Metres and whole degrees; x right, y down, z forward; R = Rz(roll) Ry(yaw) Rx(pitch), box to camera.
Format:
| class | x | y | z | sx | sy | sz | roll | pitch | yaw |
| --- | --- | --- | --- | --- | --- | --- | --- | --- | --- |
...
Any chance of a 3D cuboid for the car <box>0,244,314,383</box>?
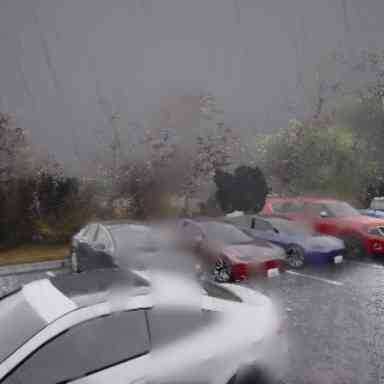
| class | x | y | z | sx | sy | sz | roll | pitch | yaw |
| --- | --- | --- | --- | --- | --- | --- | --- | --- | --- |
| car | -1.085 | 1.528 | 2.914 | 4.674 | 1.442 | 1.812 | 0 | 0 | -35 |

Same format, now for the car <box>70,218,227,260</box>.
| class | x | y | z | sx | sy | sz | roll | pitch | yaw |
| --- | --- | --- | --- | --- | --- | --- | --- | --- | --- |
| car | -1.640 | 1.495 | 8.433 | 2.231 | 1.521 | 4.892 | 0 | 0 | -35 |

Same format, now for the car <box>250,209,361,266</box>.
| class | x | y | z | sx | sy | sz | roll | pitch | yaw |
| --- | --- | --- | --- | --- | --- | --- | --- | --- | --- |
| car | 2.880 | 1.547 | 11.606 | 2.163 | 1.488 | 4.792 | 0 | 0 | -35 |

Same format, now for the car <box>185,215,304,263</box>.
| class | x | y | z | sx | sy | sz | roll | pitch | yaw |
| --- | --- | --- | --- | --- | --- | --- | --- | --- | --- |
| car | 0.580 | 1.535 | 9.969 | 2.163 | 1.488 | 4.792 | 0 | 0 | -35 |

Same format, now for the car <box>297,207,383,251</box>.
| class | x | y | z | sx | sy | sz | roll | pitch | yaw |
| --- | --- | --- | --- | --- | --- | --- | --- | --- | --- |
| car | 7.476 | 1.538 | 14.908 | 2.097 | 1.535 | 5.008 | 1 | 0 | -35 |

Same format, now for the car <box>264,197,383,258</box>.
| class | x | y | z | sx | sy | sz | roll | pitch | yaw |
| --- | --- | --- | --- | --- | --- | --- | --- | --- | --- |
| car | 5.180 | 1.278 | 13.246 | 2.435 | 2.045 | 5.566 | 0 | 0 | -35 |
